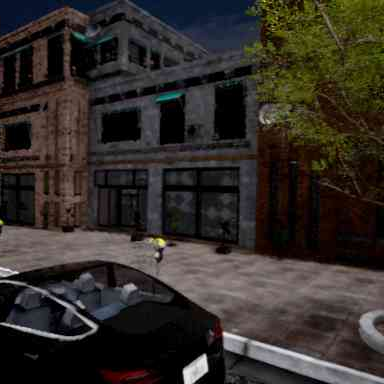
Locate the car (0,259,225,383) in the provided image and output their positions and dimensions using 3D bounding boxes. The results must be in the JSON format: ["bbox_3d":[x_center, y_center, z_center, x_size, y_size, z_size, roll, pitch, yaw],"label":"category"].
[{"bbox_3d":[-1.661,1.532,4.043,4.313,1.339,1.947,1,1,35],"label":"car"}]
